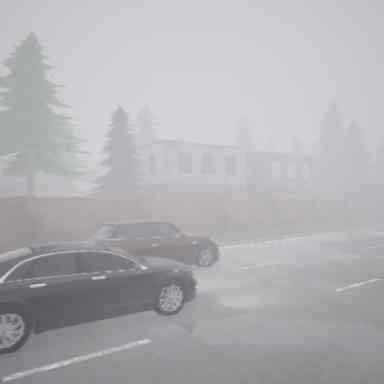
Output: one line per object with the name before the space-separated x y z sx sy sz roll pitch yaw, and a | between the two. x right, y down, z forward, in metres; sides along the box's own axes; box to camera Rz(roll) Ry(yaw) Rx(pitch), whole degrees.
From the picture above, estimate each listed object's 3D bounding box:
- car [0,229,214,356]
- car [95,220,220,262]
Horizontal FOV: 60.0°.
car | -2.140 1.737 6.497 4.892 1.490 1.837 0 -2 -34
car | -1.247 1.720 11.316 4.553 1.767 2.097 1 -2 -34
